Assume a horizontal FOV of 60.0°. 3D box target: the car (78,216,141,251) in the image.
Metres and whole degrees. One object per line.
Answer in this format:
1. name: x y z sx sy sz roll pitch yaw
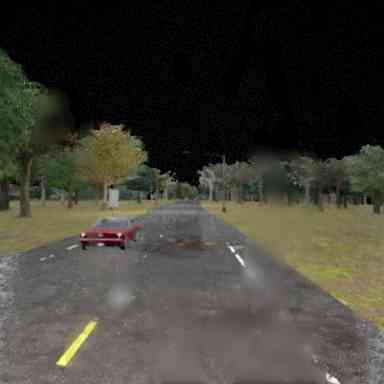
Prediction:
1. car: -3.592 1.807 15.312 1.895 1.301 4.718 1 -1 0
